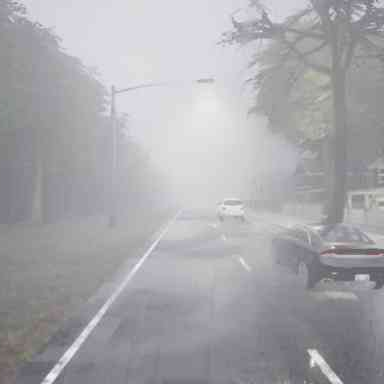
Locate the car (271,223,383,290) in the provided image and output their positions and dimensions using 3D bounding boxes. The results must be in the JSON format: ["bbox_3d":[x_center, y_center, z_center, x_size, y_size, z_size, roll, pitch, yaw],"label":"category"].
[{"bbox_3d":[3.591,1.621,9.436,2.128,1.511,4.902,0,-1,0],"label":"car"}]

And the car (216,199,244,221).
[{"bbox_3d":[3.596,1.652,31.684,2.150,2.045,5.566,0,-1,0],"label":"car"}]

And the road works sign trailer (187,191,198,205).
[{"bbox_3d":[-0.022,1.512,83.735,2.380,3.560,2.880,-1,0,0],"label":"road works sign trailer"}]
